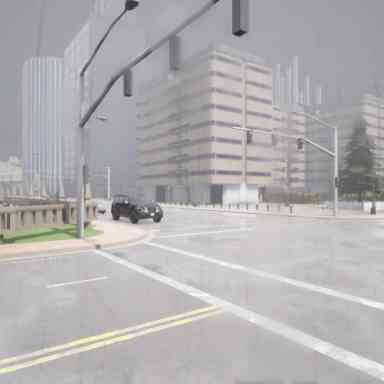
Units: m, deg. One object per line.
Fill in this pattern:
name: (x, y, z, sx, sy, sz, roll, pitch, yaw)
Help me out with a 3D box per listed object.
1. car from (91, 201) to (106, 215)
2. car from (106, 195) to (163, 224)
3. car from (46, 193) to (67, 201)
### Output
car: (-10.352, 1.600, 33.886, 1.895, 1.301, 4.718, 0, 0, -35)
car: (-4.349, 1.222, 25.461, 2.150, 2.045, 5.566, 0, 0, -35)
car: (-18.781, 1.217, 45.746, 2.150, 2.045, 5.566, 0, 1, -35)
